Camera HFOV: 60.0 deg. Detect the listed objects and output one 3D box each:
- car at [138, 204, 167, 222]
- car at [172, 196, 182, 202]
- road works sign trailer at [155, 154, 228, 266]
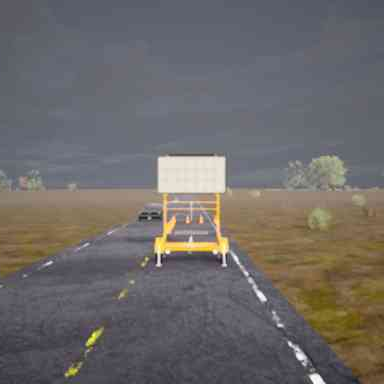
[{"bbox_3d":[-3.134,1.621,26.667,1.895,1.301,4.718,0,0,0],"label":"car"},{"bbox_3d":[-3.094,1.570,67.875,2.128,1.511,4.902,0,0,0],"label":"car"},{"bbox_3d":[-0.014,0.473,11.556,2.380,3.560,2.880,0,0,0],"label":"road works sign trailer"}]
